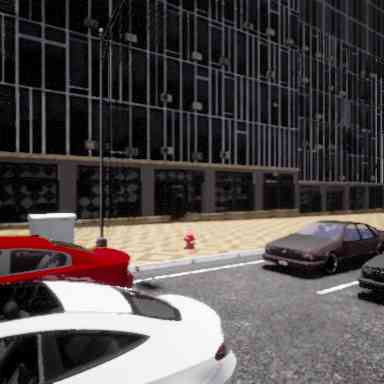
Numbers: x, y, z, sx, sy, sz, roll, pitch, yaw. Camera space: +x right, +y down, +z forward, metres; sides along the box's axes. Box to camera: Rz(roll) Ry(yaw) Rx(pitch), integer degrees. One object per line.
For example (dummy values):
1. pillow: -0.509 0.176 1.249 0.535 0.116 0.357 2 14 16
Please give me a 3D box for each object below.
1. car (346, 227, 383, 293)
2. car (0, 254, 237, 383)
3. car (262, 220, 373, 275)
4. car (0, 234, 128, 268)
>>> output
1. car: 6.256 1.656 8.119 5.357 1.411 2.033 1 0 -35
2. car: -1.726 1.524 2.443 4.674 1.442 1.812 1 -1 -35
3. car: 4.759 1.661 11.043 5.357 1.411 2.033 1 0 -36
4. car: -3.379 1.479 5.256 5.008 1.535 1.882 1 -1 -35
